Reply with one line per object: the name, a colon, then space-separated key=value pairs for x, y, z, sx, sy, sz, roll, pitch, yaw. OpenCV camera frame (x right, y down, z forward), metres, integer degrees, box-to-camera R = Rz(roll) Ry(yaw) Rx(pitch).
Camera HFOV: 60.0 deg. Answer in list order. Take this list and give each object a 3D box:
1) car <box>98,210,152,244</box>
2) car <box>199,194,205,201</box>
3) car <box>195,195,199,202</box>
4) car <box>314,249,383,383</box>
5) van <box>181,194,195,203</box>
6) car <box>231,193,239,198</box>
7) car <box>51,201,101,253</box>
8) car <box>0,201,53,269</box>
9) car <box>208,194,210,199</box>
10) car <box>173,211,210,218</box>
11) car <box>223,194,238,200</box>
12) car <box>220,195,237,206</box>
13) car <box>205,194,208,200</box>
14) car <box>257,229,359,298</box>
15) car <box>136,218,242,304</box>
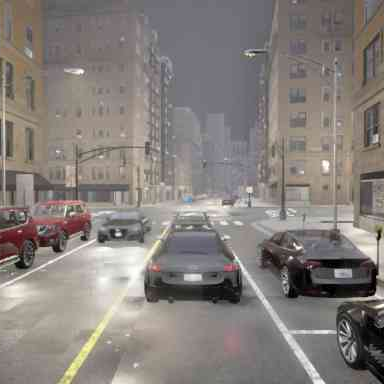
car: x=-3.027 y=1.560 z=15.664 sx=1.994 sy=1.385 sz=4.181 roll=0 pitch=0 yaw=0
car: x=1.414 y=1.405 z=80.962 sx=1.752 sy=1.417 sz=4.829 roll=0 pitch=0 yaw=9
car: x=-0.242 y=1.337 z=70.266 sx=1.967 sy=1.590 sz=4.097 roll=0 pitch=0 yaw=9
car: x=2.851 y=1.565 z=2.819 sx=1.947 sy=1.339 sz=4.313 roll=-1 pitch=0 yaw=0
van: x=-1.083 y=1.249 z=64.834 sx=1.690 sy=1.788 sz=3.998 roll=0 pitch=0 yaw=9
car: x=10.705 y=1.201 z=85.259 sx=2.192 sy=1.841 sz=5.009 roll=0 pitch=0 yaw=9
car: x=-5.696 y=1.311 z=13.812 sx=2.192 sy=1.841 sz=5.009 roll=-1 pitch=0 yaw=0
car: x=-5.687 y=1.313 z=8.304 sx=2.192 sy=1.841 sz=5.009 roll=-1 pitch=0 yaw=0
car: x=3.121 y=1.309 z=91.995 sx=1.967 sy=1.590 sz=4.097 roll=0 pitch=0 yaw=9
car: x=-0.024 y=1.595 z=17.024 sx=1.895 sy=1.301 sz=4.718 roll=0 pitch=0 yaw=0
car: x=7.344 y=1.487 z=63.530 sx=1.947 sy=1.339 sz=4.313 roll=0 pitch=0 yaw=9
car: x=5.662 y=1.513 z=52.666 sx=1.947 sy=1.339 sz=4.313 roll=0 pitch=0 yaw=9
car: x=2.282 y=1.455 z=86.563 sx=1.802 sy=1.307 sz=4.206 roll=0 pitch=0 yaw=9
car: x=2.841 y=1.564 z=8.326 sx=1.947 sy=1.339 sz=4.313 roll=-1 pitch=0 yaw=0
car: x=0.037 y=1.562 z=8.209 sx=1.994 sy=1.385 sz=4.181 roll=0 pitch=0 yaw=0
